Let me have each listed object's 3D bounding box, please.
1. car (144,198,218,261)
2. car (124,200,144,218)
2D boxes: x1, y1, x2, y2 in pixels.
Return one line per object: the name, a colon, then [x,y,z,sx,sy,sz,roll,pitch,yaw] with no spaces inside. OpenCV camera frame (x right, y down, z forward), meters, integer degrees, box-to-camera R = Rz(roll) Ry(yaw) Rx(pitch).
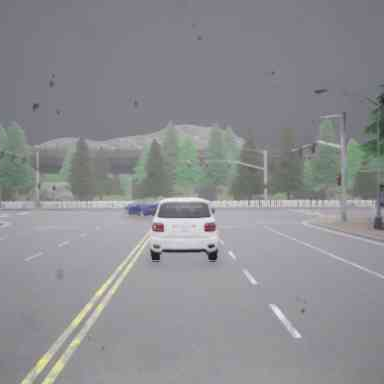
car: [-0.282,1.224,12.406,2.150,2.045,5.566,0,0,-1]
car: [-4.417,1.478,30.386,1.882,1.535,5.008,1,-1,-37]
